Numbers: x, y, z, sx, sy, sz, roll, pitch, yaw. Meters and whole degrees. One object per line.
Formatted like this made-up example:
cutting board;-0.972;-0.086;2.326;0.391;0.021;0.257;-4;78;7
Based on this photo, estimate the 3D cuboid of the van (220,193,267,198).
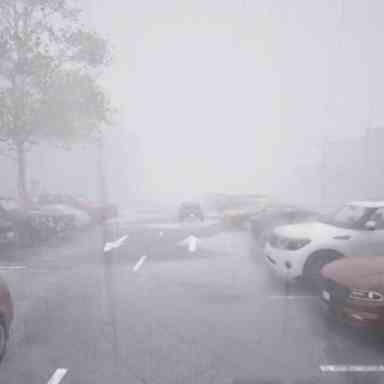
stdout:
van;4.865;1.191;28.017;4.442;1.987;1.878;0;0;0

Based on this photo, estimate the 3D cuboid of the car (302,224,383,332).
car;4.751;1.459;5.594;5.008;1.535;2.097;0;0;0

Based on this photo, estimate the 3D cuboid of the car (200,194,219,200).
car;4.759;1.318;89.699;5.008;1.535;2.097;0;0;0

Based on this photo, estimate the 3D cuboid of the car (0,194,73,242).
car;-8.305;1.182;13.832;5.566;2.045;2.435;0;0;0

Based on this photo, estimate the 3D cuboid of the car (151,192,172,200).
car;-8.297;1.051;91.714;5.566;2.045;2.435;0;0;0

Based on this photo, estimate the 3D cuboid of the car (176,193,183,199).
car;-3.241;1.006;86.223;1.812;1.442;4.674;0;0;0

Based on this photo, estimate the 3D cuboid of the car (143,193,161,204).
car;-8.144;1.407;52.850;5.366;1.575;1.946;0;0;0

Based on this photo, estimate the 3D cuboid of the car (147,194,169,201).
car;-8.511;1.360;83.387;5.366;1.575;1.946;0;0;0

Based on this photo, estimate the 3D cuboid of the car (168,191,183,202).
car;-3.243;1.149;70.575;2.150;2.045;5.566;0;0;0

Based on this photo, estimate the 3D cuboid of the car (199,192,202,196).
car;4.780;1.152;70.067;5.566;2.045;2.435;0;0;0

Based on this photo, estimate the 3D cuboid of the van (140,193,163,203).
van;-8.444;1.179;69.503;4.442;1.987;1.878;0;0;0

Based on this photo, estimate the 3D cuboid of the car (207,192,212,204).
car;4.781;1.285;47.640;4.553;1.767;2.185;0;0;0

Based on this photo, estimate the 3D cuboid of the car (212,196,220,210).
car;4.778;1.445;33.624;4.792;1.488;2.163;0;0;0

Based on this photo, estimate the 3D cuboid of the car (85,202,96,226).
car;-8.330;1.463;19.281;4.674;1.452;2.002;0;0;0

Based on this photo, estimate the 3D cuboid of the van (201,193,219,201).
van;4.637;1.132;84.089;4.442;1.987;1.878;0;0;0

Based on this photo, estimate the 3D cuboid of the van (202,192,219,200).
van;4.870;1.114;86.890;4.442;1.987;1.878;0;0;0

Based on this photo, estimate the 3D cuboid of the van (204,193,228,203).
van;4.635;1.179;64.460;4.442;1.987;1.878;0;0;0

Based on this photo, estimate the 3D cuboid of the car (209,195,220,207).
car;4.754;1.414;36.427;5.008;1.535;2.097;0;0;0

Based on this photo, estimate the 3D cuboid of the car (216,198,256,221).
car;4.562;1.416;22.411;5.366;1.575;1.946;0;0;0

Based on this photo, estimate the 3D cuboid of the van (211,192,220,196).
van;4.866;1.188;39.230;4.442;1.987;1.878;0;0;0

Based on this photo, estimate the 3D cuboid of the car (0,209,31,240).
car;-8.362;1.471;11.050;4.792;1.488;2.163;0;0;0

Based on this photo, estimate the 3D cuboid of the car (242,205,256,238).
car;4.776;1.461;14.003;4.792;1.488;2.163;0;0;0

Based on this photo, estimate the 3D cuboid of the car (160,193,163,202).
car;-8.300;1.437;61.177;4.792;1.488;2.163;0;0;0

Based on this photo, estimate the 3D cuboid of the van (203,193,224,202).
van;4.636;1.176;72.868;4.442;1.987;1.878;0;0;0

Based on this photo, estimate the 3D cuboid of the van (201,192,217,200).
van;4.637;1.070;92.500;4.442;1.987;1.878;0;0;0

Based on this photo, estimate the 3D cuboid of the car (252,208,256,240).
car;4.751;1.441;11.205;4.892;1.521;2.231;0;0;0

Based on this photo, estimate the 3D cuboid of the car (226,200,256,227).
car;4.753;1.421;19.611;5.008;1.535;2.097;0;0;0

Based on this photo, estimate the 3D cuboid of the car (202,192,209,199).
car;4.779;1.158;50.443;5.566;2.045;2.435;0;0;0

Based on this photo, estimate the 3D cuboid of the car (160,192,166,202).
car;-8.357;1.155;63.953;5.566;2.045;2.435;0;0;0

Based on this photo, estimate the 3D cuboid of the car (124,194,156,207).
car;-8.335;1.412;50.073;4.892;1.521;2.231;0;0;0

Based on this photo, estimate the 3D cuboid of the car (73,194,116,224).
car;-8.303;1.169;22.188;5.566;2.045;2.435;0;0;0

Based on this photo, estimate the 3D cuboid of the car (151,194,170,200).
car;-8.320;1.327;88.942;4.892;1.521;2.231;0;0;0

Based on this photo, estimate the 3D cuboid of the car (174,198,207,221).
car;-0.198;1.443;26.377;1.837;1.490;4.892;0;0;-5

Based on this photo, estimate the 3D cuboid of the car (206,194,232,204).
car;4.720;1.281;58.853;4.553;1.767;2.185;0;0;0

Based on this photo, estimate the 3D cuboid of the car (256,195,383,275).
car;4.718;1.198;8.397;5.566;2.045;2.435;0;0;0

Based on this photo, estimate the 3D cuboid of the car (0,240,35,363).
car;-3.335;1.516;2.801;1.812;1.442;4.674;0;0;0

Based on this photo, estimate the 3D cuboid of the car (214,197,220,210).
car;4.778;1.446;30.821;4.792;1.488;2.163;0;0;0

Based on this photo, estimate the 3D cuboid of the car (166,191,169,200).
car;-8.299;1.146;75.056;5.566;2.045;2.435;0;0;0

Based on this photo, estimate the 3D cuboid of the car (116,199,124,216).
car;-8.303;1.168;24.850;5.566;2.045;2.435;0;0;0

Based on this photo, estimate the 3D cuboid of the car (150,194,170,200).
car;-8.321;1.346;86.164;5.008;1.535;2.097;0;0;0

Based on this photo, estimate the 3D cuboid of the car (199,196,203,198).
car;0.105;1.533;44.603;1.895;1.301;4.718;0;0;0

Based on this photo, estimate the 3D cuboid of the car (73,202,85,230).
car;-8.327;1.428;16.620;5.008;1.535;2.097;0;0;0

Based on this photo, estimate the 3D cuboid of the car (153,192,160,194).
car;-8.360;1.283;58.400;4.553;1.767;2.185;0;0;0

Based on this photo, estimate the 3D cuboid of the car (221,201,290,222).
car;4.719;1.447;25.214;4.792;1.488;2.163;0;0;0

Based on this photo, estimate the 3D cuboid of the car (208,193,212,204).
car;4.718;1.287;42.034;4.553;1.767;2.185;0;0;0
